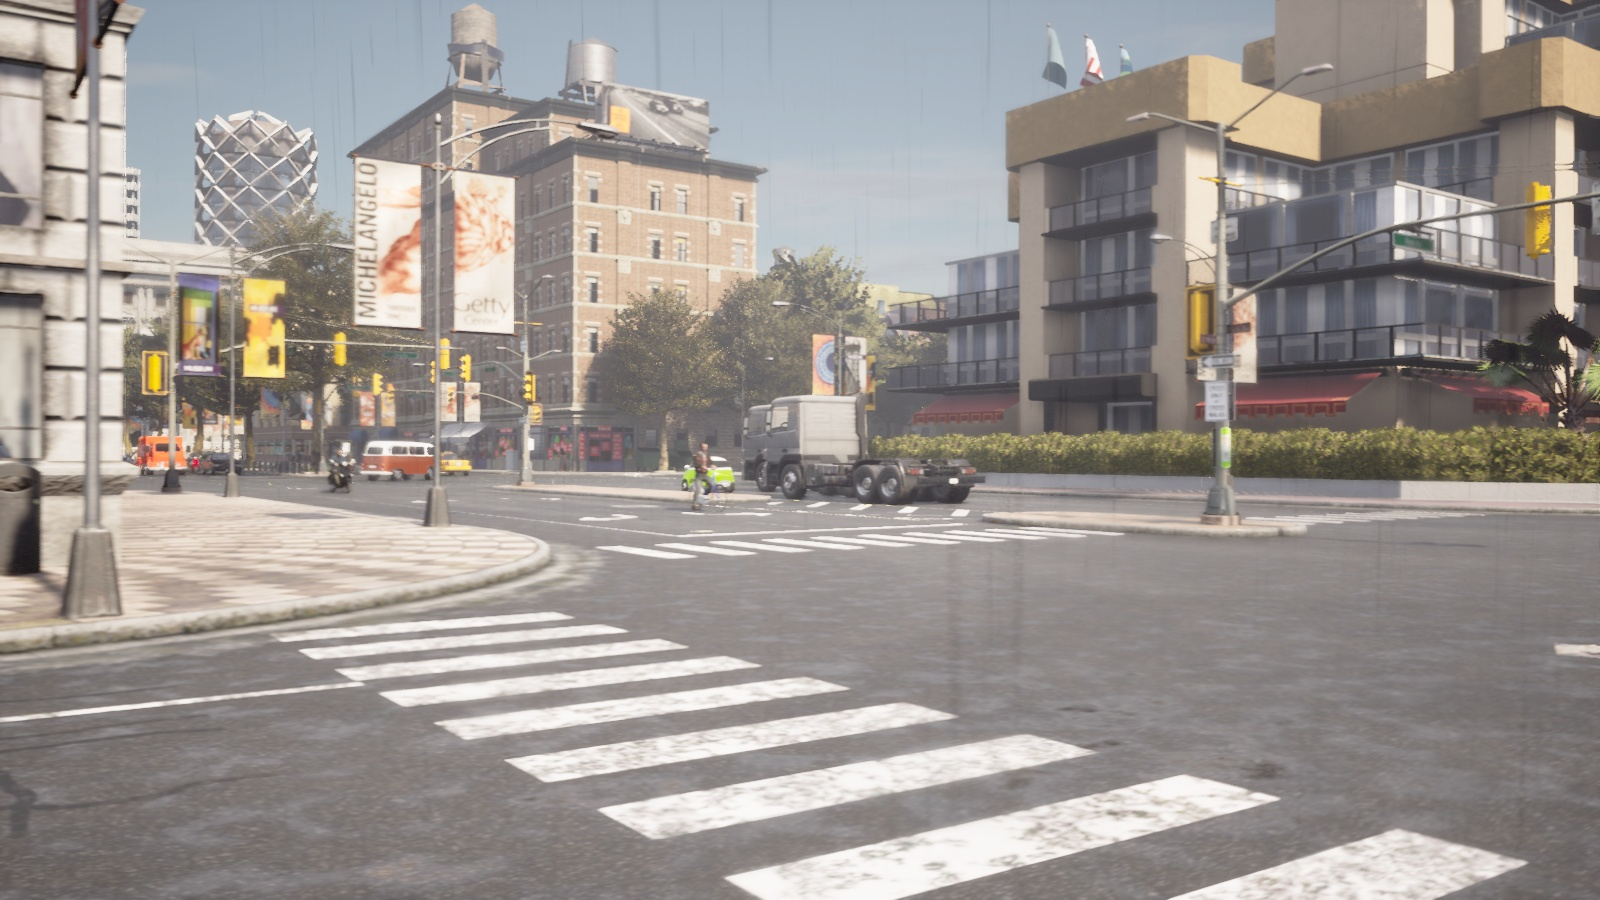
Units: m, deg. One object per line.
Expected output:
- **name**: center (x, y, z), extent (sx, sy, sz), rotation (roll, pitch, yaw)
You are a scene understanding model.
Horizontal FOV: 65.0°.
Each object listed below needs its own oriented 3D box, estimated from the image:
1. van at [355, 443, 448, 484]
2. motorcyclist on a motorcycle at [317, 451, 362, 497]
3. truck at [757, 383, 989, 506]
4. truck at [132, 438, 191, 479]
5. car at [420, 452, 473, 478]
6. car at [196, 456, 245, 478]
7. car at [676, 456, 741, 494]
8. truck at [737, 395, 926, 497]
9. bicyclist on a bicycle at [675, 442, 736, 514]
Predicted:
- **van**: center (-20.462, 0.670, 64.686), extent (2.069, 2.038, 4.480), rotation (0, 0, 25)
- **motorcyclist on a motorcycle**: center (-16.572, 0.844, 45.166), extent (0.866, 1.590, 1.817), rotation (-1, 1, -43)
- **truck**: center (2.062, -0.145, 39.241), extent (2.891, 3.462, 7.936), rotation (0, 0, -35)
- **truck**: center (-40.209, 0.537, 79.048), extent (2.627, 2.467, 5.204), rotation (0, 0, -35)
- **car**: center (-22.543, 0.928, 80.012), extent (1.801, 1.575, 5.366), rotation (0, 0, -32)
- **car**: center (-37.841, 1.073, 81.882), extent (2.033, 1.411, 5.357), rotation (0, 0, -35)
- **car**: center (-3.435, 0.922, 46.999), extent (1.481, 1.376, 2.207), rotation (0, 0, -35)
- **truck**: center (0.995, -0.124, 46.801), extent (2.891, 3.462, 7.936), rotation (0, 0, -35)
- **bicyclist on a bicycle**: center (-2.397, 0.698, 31.698), extent (0.659, 1.776, 1.843), rotation (0, 0, -35)
